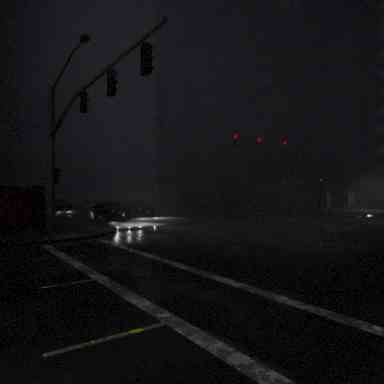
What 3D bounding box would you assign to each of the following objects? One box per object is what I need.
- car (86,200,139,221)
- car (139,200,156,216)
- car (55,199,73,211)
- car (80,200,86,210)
[{"bbox_3d":[-6.708,1.491,27.641,2.128,1.511,4.902,0,0,-36],"label":"car"},{"bbox_3d":[-5.221,1.526,31.596,1.812,1.442,4.674,0,0,-36],"label":"car"},{"bbox_3d":[-16.288,1.548,40.988,2.033,1.411,5.357,0,0,-35],"label":"car"},{"bbox_3d":[-12.248,1.600,41.352,1.895,1.301,4.718,0,0,-36],"label":"car"}]
